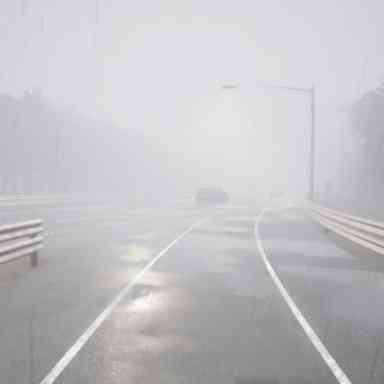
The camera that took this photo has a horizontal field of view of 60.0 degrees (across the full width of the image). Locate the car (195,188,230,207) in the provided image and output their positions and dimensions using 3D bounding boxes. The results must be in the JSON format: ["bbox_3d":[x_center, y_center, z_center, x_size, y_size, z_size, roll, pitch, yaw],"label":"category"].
[{"bbox_3d":[2.352,0.521,37.219,2.150,2.045,5.566,1,2,28],"label":"car"}]

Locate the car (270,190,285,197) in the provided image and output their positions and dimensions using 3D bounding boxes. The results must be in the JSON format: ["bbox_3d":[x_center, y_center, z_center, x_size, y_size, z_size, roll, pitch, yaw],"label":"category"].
[{"bbox_3d":[16.199,0.282,62.812,1.994,1.385,4.181,1,2,28],"label":"car"}]
